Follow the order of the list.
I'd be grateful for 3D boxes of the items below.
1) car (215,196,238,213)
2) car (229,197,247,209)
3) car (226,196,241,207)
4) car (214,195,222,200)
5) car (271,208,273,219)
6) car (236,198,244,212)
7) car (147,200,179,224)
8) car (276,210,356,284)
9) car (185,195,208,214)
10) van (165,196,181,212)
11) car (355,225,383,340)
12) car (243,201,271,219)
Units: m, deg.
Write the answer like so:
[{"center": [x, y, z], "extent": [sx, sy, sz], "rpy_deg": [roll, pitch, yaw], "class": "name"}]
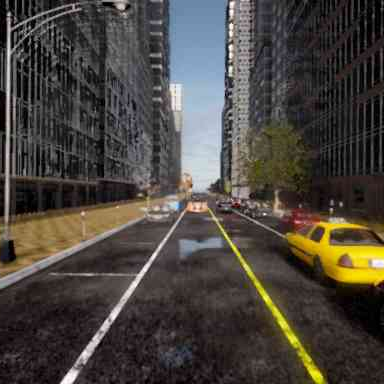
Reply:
[{"center": [3.702, 1.538, 37.380], "extent": [2.128, 1.511, 4.902], "rpy_deg": [1, 0, 1], "class": "car"}, {"center": [6.504, 1.504, 47.322], "extent": [1.967, 1.590, 4.097], "rpy_deg": [1, 0, 1], "class": "car"}, {"center": [6.605, 1.499, 53.013], "extent": [1.967, 1.590, 4.097], "rpy_deg": [1, 0, 1], "class": "car"}, {"center": [7.311, 1.569, 92.854], "extent": [1.947, 1.339, 4.313], "rpy_deg": [1, 0, 1], "class": "car"}, {"center": [5.997, 1.652, 18.864], "extent": [1.802, 1.307, 4.206], "rpy_deg": [1, 0, 1], "class": "car"}, {"center": [6.300, 1.623, 35.939], "extent": [2.008, 1.369, 4.403], "rpy_deg": [1, 0, 1], "class": "car"}, {"center": [-2.281, 1.541, 24.708], "extent": [2.008, 1.369, 4.403], "rpy_deg": [1, 0, 1], "class": "car"}, {"center": [4.044, 1.501, 9.645], "extent": [1.801, 1.575, 5.366], "rpy_deg": [1, 0, 1], "class": "car"}, {"center": [0.614, 1.368, 36.127], "extent": [2.097, 1.767, 4.553], "rpy_deg": [1, 0, 1], "class": "car"}, {"center": [-2.076, 1.330, 36.091], "extent": [1.690, 1.788, 3.998], "rpy_deg": [1, 0, 1], "class": "van"}, {"center": [3.885, 1.392, 3.419], "extent": [2.097, 1.767, 4.553], "rpy_deg": [1, 0, 0], "class": "car"}, {"center": [6.199, 1.624, 30.247], "extent": [2.008, 1.369, 4.403], "rpy_deg": [1, 0, 1], "class": "car"}]
